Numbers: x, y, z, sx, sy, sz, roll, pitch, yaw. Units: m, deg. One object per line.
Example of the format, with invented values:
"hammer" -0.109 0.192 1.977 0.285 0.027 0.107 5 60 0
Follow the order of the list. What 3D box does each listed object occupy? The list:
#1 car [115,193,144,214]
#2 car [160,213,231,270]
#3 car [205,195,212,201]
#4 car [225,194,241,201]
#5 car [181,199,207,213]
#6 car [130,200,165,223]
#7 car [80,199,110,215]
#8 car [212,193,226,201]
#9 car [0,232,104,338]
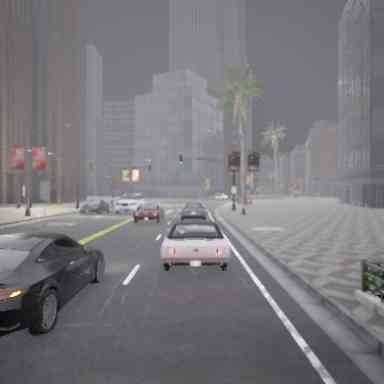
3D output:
"car" -6.288 1.169 34.428 2.150 2.045 5.566 0 0 3
"car" 0.098 1.580 10.943 1.895 1.301 4.718 0 0 0
"car" 4.746 1.471 86.293 1.837 1.490 4.892 0 0 20
"car" 10.682 1.503 83.614 2.033 1.411 5.357 0 0 22
"car" 0.136 1.516 26.329 1.994 1.385 4.181 0 0 1
"car" -3.133 1.555 25.095 1.895 1.301 4.718 0 0 1
"car" -9.597 1.469 33.249 1.812 1.442 4.674 0 0 3
"car" 7.485 1.177 84.351 2.150 2.045 5.566 0 0 22
"car" -3.137 1.513 6.542 1.812 1.442 4.674 0 0 0
